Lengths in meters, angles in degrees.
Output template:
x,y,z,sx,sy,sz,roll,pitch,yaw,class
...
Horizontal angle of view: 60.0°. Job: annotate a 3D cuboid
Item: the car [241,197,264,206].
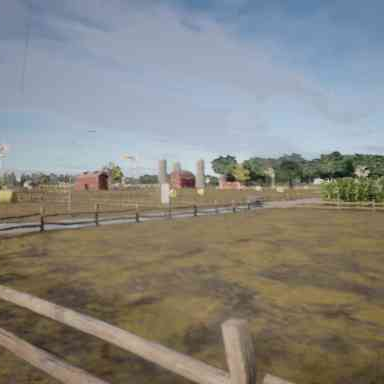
x,y,z,sx,sy,sz,roll,pitch,yaw,class
9.712,1.482,52.952,2.033,1.411,5.357,-1,0,36,car
